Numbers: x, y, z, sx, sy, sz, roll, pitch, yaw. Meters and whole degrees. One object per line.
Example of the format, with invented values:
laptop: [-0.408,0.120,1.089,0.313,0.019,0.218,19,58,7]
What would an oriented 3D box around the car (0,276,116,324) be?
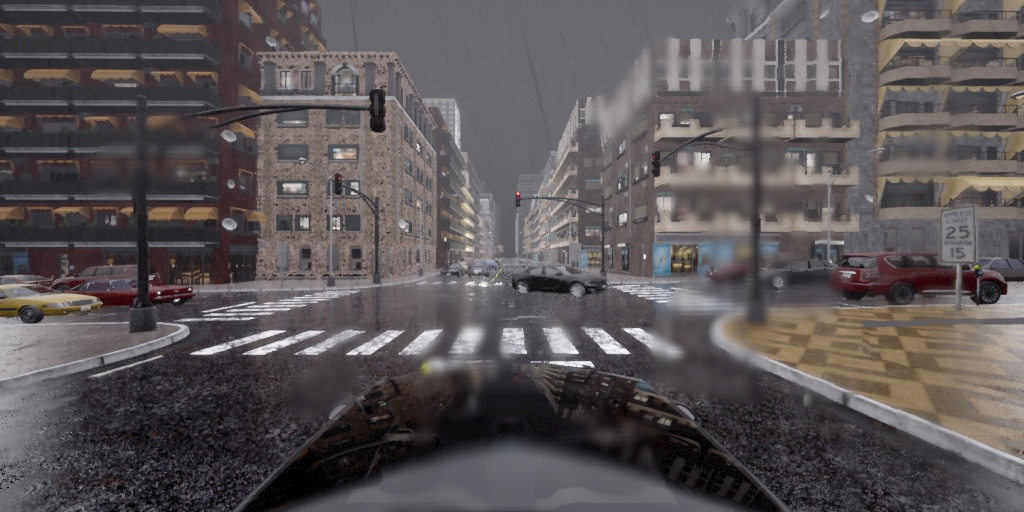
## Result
car: [-17.654,1.585,12.812,4.829,1.417,1.751,0,0,-1]

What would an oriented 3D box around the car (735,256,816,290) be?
car: [14.934,0.947,18.956,4.892,1.490,1.837,-1,0,-1]

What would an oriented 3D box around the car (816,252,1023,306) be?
car: [14.686,0.775,13.164,5.009,1.841,2.192,0,0,-1]

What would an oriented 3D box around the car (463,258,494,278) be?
car: [-3.171,1.247,34.782,2.128,1.511,4.902,0,0,0]

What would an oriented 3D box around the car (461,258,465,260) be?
car: [-5.774,1.283,40.676,1.751,1.417,4.829,0,0,0]

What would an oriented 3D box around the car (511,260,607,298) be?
car: [2.218,1.157,17.872,5.008,1.535,1.882,-1,1,39]

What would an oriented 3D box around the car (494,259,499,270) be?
car: [-3.200,1.240,51.483,1.882,1.535,5.008,0,0,0]

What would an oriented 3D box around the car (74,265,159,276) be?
car: [-23.640,1.462,21.095,5.009,1.841,2.192,0,0,-1]

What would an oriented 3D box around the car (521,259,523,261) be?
car: [2.594,1.200,46.548,1.967,1.591,4.097,0,0,0]

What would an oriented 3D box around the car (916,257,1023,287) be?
car: [25.299,0.796,19.067,5.357,1.411,2.033,-1,0,-1]

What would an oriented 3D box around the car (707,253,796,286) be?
car: [14.533,0.759,21.543,5.009,1.841,2.192,0,0,-1]

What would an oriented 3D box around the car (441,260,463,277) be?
car: [-5.762,1.322,35.163,1.948,1.339,4.313,0,0,0]

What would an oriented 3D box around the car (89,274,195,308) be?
car: [-16.630,1.633,15.408,4.718,1.301,1.895,-1,0,0]
